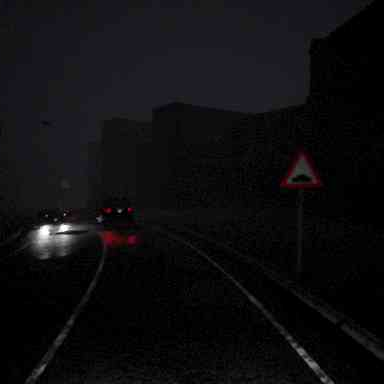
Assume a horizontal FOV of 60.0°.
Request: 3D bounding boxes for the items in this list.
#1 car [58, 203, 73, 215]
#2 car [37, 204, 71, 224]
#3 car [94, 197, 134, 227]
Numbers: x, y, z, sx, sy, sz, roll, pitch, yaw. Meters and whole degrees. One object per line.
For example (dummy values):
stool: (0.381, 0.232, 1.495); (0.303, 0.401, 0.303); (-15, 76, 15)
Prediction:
car: (-15.820, 2.082, 40.105); (1.812, 1.442, 4.674); (-4, 1, -38)
car: (-12.443, 2.060, 29.465); (1.895, 1.301, 4.718); (-3, 0, -31)
car: (-5.926, 1.421, 24.881); (2.150, 2.045, 5.566); (-2, 0, -23)
